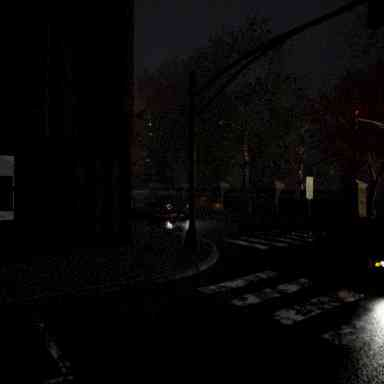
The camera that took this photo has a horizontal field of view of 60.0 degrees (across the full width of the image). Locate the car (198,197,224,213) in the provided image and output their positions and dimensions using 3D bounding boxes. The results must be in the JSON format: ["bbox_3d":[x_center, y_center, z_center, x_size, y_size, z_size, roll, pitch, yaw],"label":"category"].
[{"bbox_3d":[0.859,1.130,30.558,1.752,1.417,4.829,1,0,-36],"label":"car"}]

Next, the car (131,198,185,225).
[{"bbox_3d":[-2.563,1.257,21.018,1.802,1.307,4.206,2,0,-36],"label":"car"}]

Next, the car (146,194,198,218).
[{"bbox_3d":[-1.987,0.990,24.607,2.097,1.767,4.553,0,1,-36],"label":"car"}]

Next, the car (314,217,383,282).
[{"bbox_3d":[5.115,1.480,9.753,2.033,1.411,5.357,1,1,5],"label":"car"}]

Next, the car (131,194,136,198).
[{"bbox_3d":[-8.815,0.864,43.852,2.008,1.369,4.403,1,0,-36],"label":"car"}]
